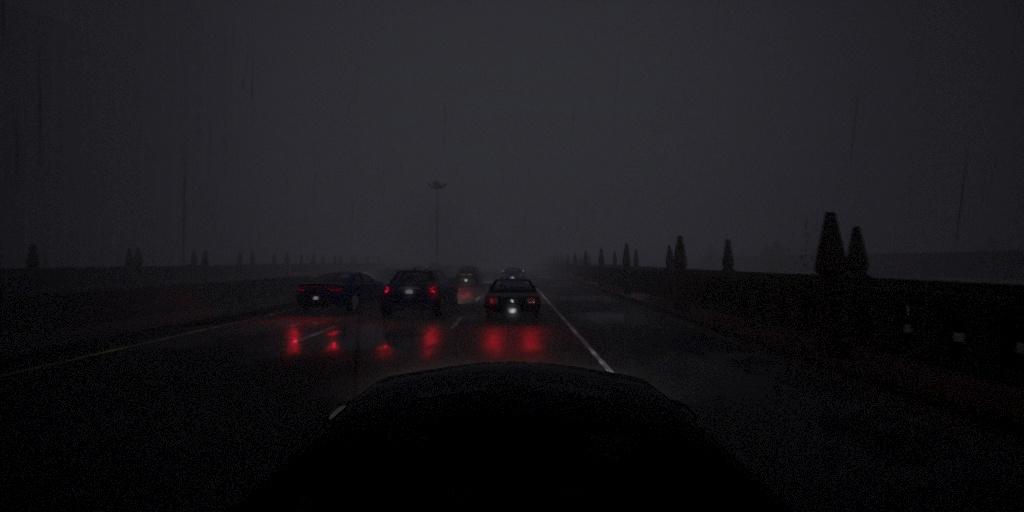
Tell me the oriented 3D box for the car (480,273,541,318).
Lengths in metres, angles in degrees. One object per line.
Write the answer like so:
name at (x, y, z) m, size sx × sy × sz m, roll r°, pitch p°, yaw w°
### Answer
car at (0.036, 1.494, 13.717) m, size 1.895 × 1.301 × 4.718 m, roll 0°, pitch -1°, yaw 0°

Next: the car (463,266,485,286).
car at (-3.418, 1.584, 29.354) m, size 1.837 × 1.490 × 4.892 m, roll 0°, pitch 0°, yaw 1°

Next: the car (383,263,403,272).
car at (-20.205, 1.979, 61.035) m, size 1.812 × 1.442 × 4.674 m, roll 0°, pitch -1°, yaw 2°

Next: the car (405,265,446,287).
car at (-6.920, 1.569, 29.318) m, size 2.128 × 1.511 × 4.902 m, roll 0°, pitch -1°, yaw 1°

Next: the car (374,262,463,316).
car at (-3.459, 1.250, 14.244) m, size 2.097 × 1.767 × 4.553 m, roll 0°, pitch -1°, yaw 0°

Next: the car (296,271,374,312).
car at (-6.952, 1.388, 15.207) m, size 1.882 × 1.535 × 5.008 m, roll 0°, pitch -1°, yaw 0°

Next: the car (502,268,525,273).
car at (0.093, 1.649, 29.814) m, size 1.994 × 1.385 × 4.181 m, roll 0°, pitch -1°, yaw 1°
